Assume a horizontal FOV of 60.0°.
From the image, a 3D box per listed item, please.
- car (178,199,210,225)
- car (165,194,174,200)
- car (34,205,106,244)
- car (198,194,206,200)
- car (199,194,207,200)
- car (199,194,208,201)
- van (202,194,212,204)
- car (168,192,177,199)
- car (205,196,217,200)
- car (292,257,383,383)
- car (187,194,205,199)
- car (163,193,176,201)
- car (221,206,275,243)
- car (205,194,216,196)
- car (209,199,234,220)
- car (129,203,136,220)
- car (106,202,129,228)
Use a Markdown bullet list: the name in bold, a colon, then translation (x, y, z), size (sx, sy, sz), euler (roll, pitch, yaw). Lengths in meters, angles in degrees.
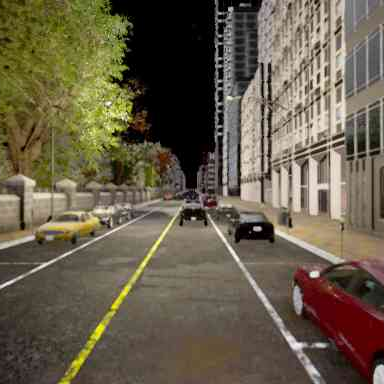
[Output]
- **car**: translation (0.107, 1.472, 23.755), size (1.837, 1.490, 4.892), euler (0, 0, 0)
- **car**: translation (-5.658, 1.336, 83.855), size (1.752, 1.417, 4.829), euler (1, 0, 0)
- **car**: translation (-5.680, 1.507, 15.661), size (1.752, 1.417, 4.829), euler (0, 0, 0)
- **car**: translation (2.723, 1.355, 89.660), size (1.947, 1.339, 4.313), euler (1, 0, 0)
- **car**: translation (2.722, 1.335, 84.150), size (1.752, 1.417, 4.829), euler (1, 0, 0)
- **car**: translation (2.721, 1.270, 78.299), size (1.967, 1.590, 4.097), euler (1, 0, 0)
- **van**: translation (2.717, 1.226, 61.254), size (1.690, 1.788, 3.998), euler (1, 0, 0)
- **car**: translation (-5.652, 1.082, 95.390), size (2.192, 1.841, 5.009), euler (1, 0, 0)
- **car**: translation (2.709, 1.512, 44.210), size (1.802, 1.307, 4.206), euler (0, 0, 0)
- **car**: translation (2.697, 1.540, 4.443), size (1.887, 1.381, 4.507), euler (0, 0, 0)
- **car**: translation (0.113, 1.290, 40.476), size (2.097, 1.767, 4.553), euler (0, 0, 0)
- **car**: translation (-5.658, 1.145, 78.342), size (2.192, 1.841, 5.009), euler (1, 0, 0)
- **car**: translation (2.700, 1.547, 15.805), size (1.947, 1.339, 4.313), euler (0, 0, 0)
- **car**: translation (2.713, 1.231, 49.893), size (2.192, 1.841, 5.009), euler (0, 0, 0)
- **car**: translation (2.703, 1.515, 27.169), size (2.008, 1.369, 4.403), euler (0, 0, 0)
- **car**: translation (-5.677, 1.515, 27.198), size (2.008, 1.369, 4.403), euler (0, 0, 0)
- **car**: translation (-5.679, 1.524, 21.515), size (2.008, 1.369, 4.403), euler (0, 0, 0)
